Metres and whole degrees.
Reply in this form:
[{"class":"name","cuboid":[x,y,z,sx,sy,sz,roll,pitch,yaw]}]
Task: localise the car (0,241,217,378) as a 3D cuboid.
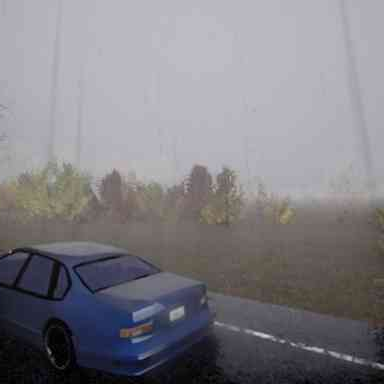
[{"class":"car","cuboid":[-2.223,1.576,5.612,5.357,1.411,2.033,0,0,36]}]
